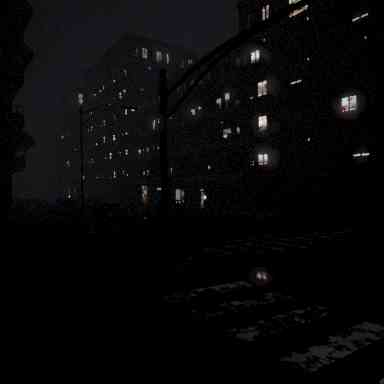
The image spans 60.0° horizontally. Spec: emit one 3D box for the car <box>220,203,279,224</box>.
[{"bbox_3d":[4.069,1.498,24.431,1.752,1.417,4.829,-1,1,-36],"label":"car"}]

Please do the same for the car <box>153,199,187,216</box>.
[{"bbox_3d":[-2.272,1.441,33.295,1.967,1.590,4.097,-1,1,-36],"label":"car"}]

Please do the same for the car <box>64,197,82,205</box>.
[{"bbox_3d":[-21.584,1.645,60.307,2.008,1.369,4.403,-1,1,-36],"label":"car"}]

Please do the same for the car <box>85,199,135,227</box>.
[{"bbox_3d":[-5.869,1.553,23.921,1.967,1.590,4.097,-1,1,-36],"label":"car"}]

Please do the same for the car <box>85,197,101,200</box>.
[{"bbox_3d":[-15.148,1.502,51.302,1.967,1.590,4.097,-1,1,-36],"label":"car"}]

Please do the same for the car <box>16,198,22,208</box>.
[{"bbox_3d":[-25.181,1.770,50.931,1.947,1.339,4.313,-1,1,-36],"label":"car"}]

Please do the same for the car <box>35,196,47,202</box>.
[{"bbox_3d":[-37.679,1.728,82.816,1.887,1.381,4.507,-1,1,-36],"label":"car"}]

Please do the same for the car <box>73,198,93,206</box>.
[{"bbox_3d":[-18.365,1.644,55.805,1.947,1.339,4.313,-1,1,-36],"label":"car"}]

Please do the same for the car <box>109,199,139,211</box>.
[{"bbox_3d":[-8.708,1.582,42.299,2.008,1.369,4.403,-1,1,-36],"label":"car"}]

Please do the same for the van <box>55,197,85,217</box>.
[{"bbox_3d":[-12.308,1.483,32.922,1.690,1.788,3.998,-1,1,-36],"label":"van"}]

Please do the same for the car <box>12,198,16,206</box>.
[{"bbox_3d":[-31.619,1.783,59.935,1.887,1.381,4.507,-1,1,-36],"label":"car"}]

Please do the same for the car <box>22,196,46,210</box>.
[{"bbox_3d":[-21.964,1.628,46.429,1.967,1.590,4.097,-1,1,-36],"label":"car"}]

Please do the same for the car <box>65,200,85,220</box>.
[{"bbox_3d":[-8.988,1.652,28.284,1.752,1.417,4.829,-1,1,-36],"label":"car"}]
